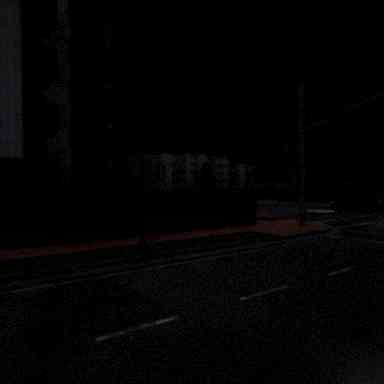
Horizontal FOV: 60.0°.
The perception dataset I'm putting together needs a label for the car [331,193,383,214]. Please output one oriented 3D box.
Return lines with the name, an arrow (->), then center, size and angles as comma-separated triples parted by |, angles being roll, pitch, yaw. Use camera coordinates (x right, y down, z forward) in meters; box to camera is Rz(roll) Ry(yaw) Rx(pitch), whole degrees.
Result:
car -> 14.274, 0.888, 28.466 | 2.097, 1.767, 4.553 | -1, 1, -36
